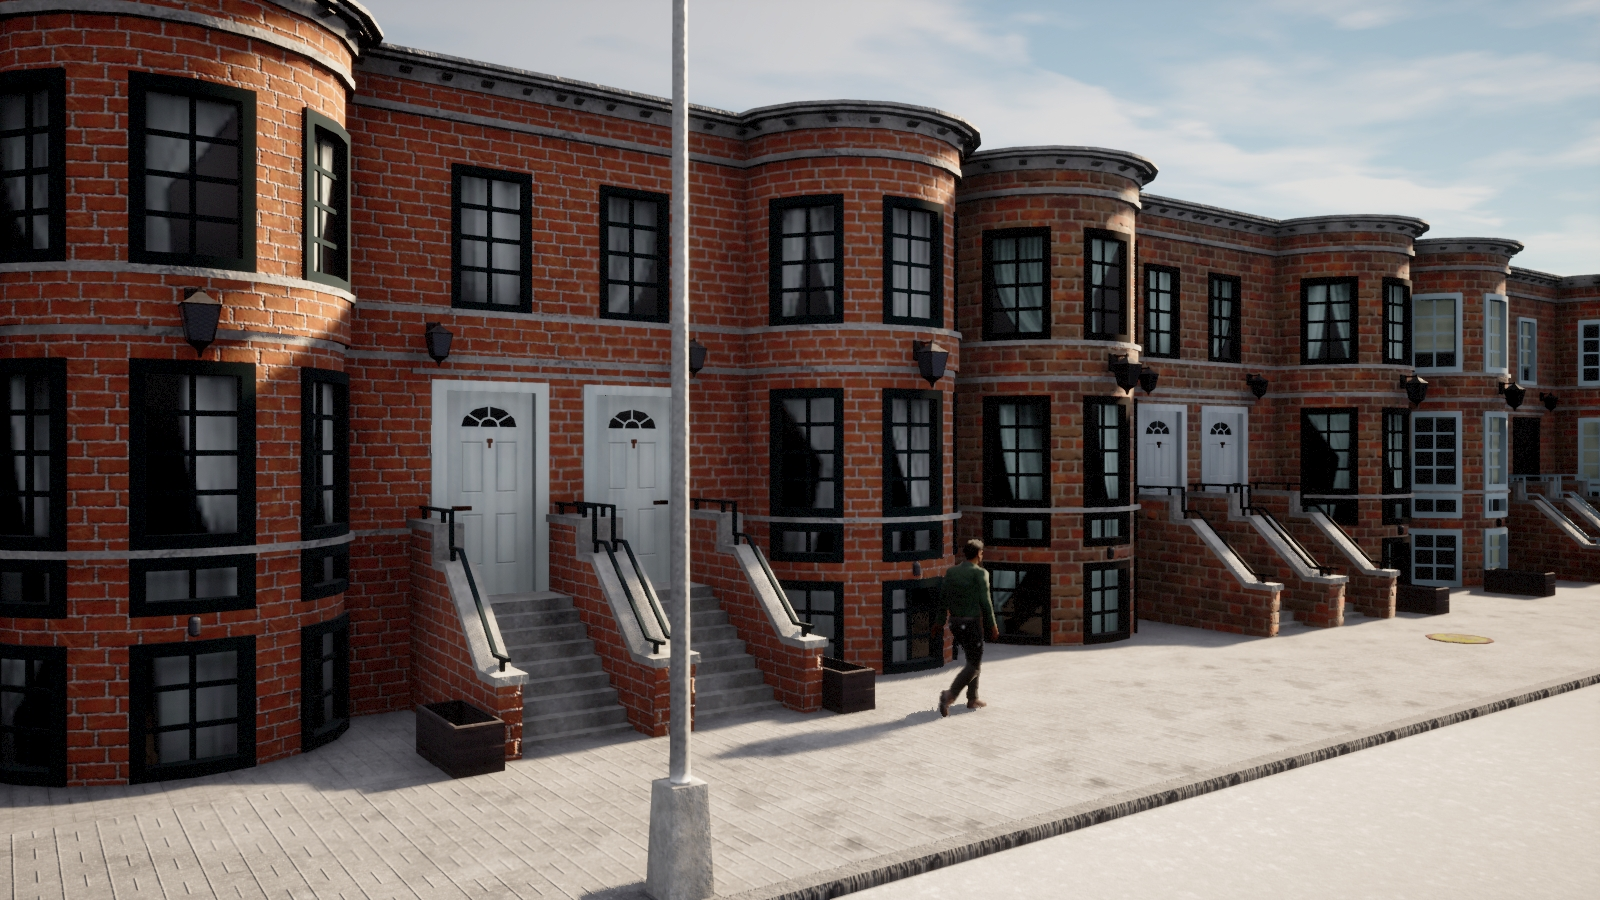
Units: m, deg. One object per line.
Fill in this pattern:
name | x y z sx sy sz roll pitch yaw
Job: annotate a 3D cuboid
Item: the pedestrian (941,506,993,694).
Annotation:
pedestrian | 1.714 1.521 11.734 0.375 1.860 0.375 0 0 -38
